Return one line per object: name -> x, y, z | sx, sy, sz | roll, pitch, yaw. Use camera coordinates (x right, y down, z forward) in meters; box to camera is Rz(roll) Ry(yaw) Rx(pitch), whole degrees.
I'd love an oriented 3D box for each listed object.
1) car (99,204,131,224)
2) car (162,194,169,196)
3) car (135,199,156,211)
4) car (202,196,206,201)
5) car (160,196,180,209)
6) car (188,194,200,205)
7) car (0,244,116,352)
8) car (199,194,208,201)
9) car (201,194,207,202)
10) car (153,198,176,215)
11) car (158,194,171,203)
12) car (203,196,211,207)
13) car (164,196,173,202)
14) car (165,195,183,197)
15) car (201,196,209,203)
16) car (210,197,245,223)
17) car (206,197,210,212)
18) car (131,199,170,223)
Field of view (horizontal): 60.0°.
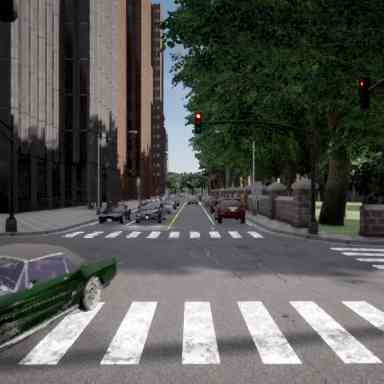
car -> -5.721, 1.576, 25.205 | 1.947, 1.339, 4.313 | 0, 0, 0
car -> -5.661, 1.633, 63.404 | 1.802, 1.307, 4.206 | 0, 0, 0
car -> -5.695, 1.578, 41.575 | 2.008, 1.369, 4.403 | 0, 0, 0
car -> 2.838, 1.584, 47.026 | 2.008, 1.369, 4.403 | 0, 0, 0
car -> -3.021, 1.594, 43.932 | 1.994, 1.385, 4.181 | 0, 0, 0
car -> 0.192, 1.593, 58.660 | 2.033, 1.411, 5.357 | 0, 0, 1
car -> -3.115, 1.611, 5.290 | 1.895, 1.301, 4.718 | 0, 0, 15
car -> 2.899, 1.397, 85.222 | 2.192, 1.841, 5.009 | 0, 0, 0
car -> 2.847, 1.479, 52.483 | 1.967, 1.590, 4.097 | 0, 0, 0
car -> -3.043, 1.620, 34.731 | 1.895, 1.301, 4.718 | 0, 0, 0
car -> -5.652, 1.372, 68.861 | 2.192, 1.841, 5.009 | 0, 0, 0
car -> 2.830, 1.578, 41.569 | 2.008, 1.369, 4.403 | 0, 0, 0
car -> -5.635, 1.617, 79.775 | 1.887, 1.381, 4.507 | 0, 0, 0
car -> -2.968, 1.588, 54.076 | 2.033, 1.411, 5.357 | 0, 0, 0
car -> 2.882, 1.590, 74.479 | 1.752, 1.417, 4.829 | 0, 0, 0
car -> 2.804, 1.325, 25.201 | 2.192, 1.841, 5.009 | 0, 0, 0
car -> 2.821, 1.587, 36.113 | 1.947, 1.339, 4.313 | 0, 0, 0
car -> -3.065, 1.515, 25.475 | 1.837, 1.490, 4.892 | 0, 0, 1
